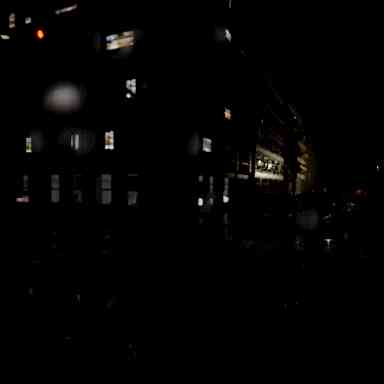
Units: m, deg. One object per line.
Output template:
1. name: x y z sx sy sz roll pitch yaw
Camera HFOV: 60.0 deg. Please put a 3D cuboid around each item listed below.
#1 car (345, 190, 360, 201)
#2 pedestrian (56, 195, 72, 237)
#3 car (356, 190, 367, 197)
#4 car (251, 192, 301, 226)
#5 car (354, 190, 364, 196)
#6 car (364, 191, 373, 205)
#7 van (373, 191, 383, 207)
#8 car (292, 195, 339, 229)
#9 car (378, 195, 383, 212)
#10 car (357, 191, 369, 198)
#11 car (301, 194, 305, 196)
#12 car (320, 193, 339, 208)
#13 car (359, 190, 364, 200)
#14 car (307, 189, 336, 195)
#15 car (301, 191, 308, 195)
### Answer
1. car: 26.233 0.584 54.693 1.882 1.535 5.008 1 1 24
2. pedestrian: -5.314 0.969 14.019 0.375 1.860 0.375 1 2 25
3. car: 37.273 0.357 73.051 1.887 1.381 4.507 1 1 24
4. car: 5.109 0.949 20.542 2.192 1.841 5.009 1 1 24
5. car: 41.813 0.188 83.182 2.008 1.369 4.403 1 1 24
6. car: 23.651 0.771 42.653 1.967 1.590 4.097 1 1 24
7. van: 19.112 0.842 32.519 1.690 1.788 3.998 1 1 24
8. car: 7.339 1.179 19.392 1.837 1.490 4.892 1 1 26
9. car: 16.839 1.167 27.458 1.802 1.307 4.206 1 1 24
10. car: 35.002 0.444 67.985 1.887 1.381 4.507 1 1 24
11. car: 7.378 1.095 25.612 1.887 1.381 4.507 1 1 24
12. car: 15.765 0.889 38.059 1.812 1.442 4.674 1 1 24
13. car: 28.191 0.710 52.787 2.008 1.369 4.403 1 1 24
14. car: 11.502 0.871 28.726 2.097 1.767 4.553 1 1 24
15. car: 11.919 0.925 35.744 1.887 1.381 4.507 1 1 24
